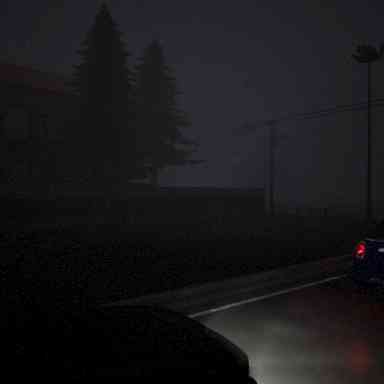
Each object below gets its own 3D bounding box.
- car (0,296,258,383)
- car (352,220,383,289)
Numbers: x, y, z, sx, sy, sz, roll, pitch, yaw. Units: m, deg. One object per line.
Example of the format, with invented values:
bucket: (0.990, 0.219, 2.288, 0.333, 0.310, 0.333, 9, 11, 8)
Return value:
car: (-1.986, 1.547, 2.310, 5.357, 1.411, 2.033, 0, 0, -36)
car: (5.883, 1.351, 7.950, 4.553, 1.767, 2.097, 0, 0, -35)
